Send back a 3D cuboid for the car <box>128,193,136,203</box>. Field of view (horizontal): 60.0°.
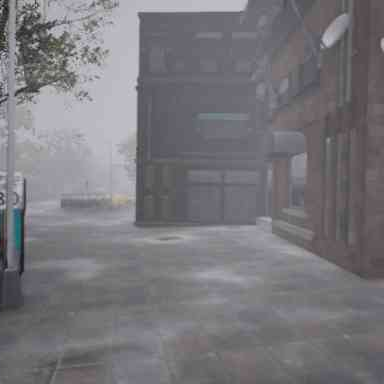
[{"bbox_3d":[-11.788,1.088,53.718,5.366,1.575,1.946,2,1,-19],"label":"car"}]

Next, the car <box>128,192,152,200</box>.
[{"bbox_3d":[-11.240,0.783,71.767,4.792,1.488,2.163,2,1,-19],"label":"car"}]

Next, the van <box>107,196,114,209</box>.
[{"bbox_3d":[-11.750,1.082,38.814,4.442,1.987,1.878,2,0,-19],"label":"van"}]

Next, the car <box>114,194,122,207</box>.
[{"bbox_3d":[-11.820,1.286,41.764,5.008,1.535,2.097,2,1,-19],"label":"car"}]

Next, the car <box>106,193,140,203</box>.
[{"bbox_3d":[-11.727,1.031,56.719,5.366,1.575,1.946,2,1,-19],"label":"car"}]

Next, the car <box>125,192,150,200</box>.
[{"bbox_3d":[-11.282,0.851,68.776,4.674,1.452,2.002,2,1,-19],"label":"car"}]

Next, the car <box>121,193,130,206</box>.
[{"bbox_3d":[-11.610,1.262,44.829,5.366,1.575,1.946,2,1,-19],"label":"car"}]

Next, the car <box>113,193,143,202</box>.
[{"bbox_3d":[-11.480,0.983,59.778,4.892,1.521,2.231,2,1,-19],"label":"car"}]

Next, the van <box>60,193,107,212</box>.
[{"bbox_3d":[-11.790,1.100,35.813,4.442,1.987,1.878,2,0,-19],"label":"van"}]

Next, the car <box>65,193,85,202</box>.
[{"bbox_3d":[-20.705,0.894,58.909,1.994,1.385,4.181,1,1,2],"label":"car"}]
